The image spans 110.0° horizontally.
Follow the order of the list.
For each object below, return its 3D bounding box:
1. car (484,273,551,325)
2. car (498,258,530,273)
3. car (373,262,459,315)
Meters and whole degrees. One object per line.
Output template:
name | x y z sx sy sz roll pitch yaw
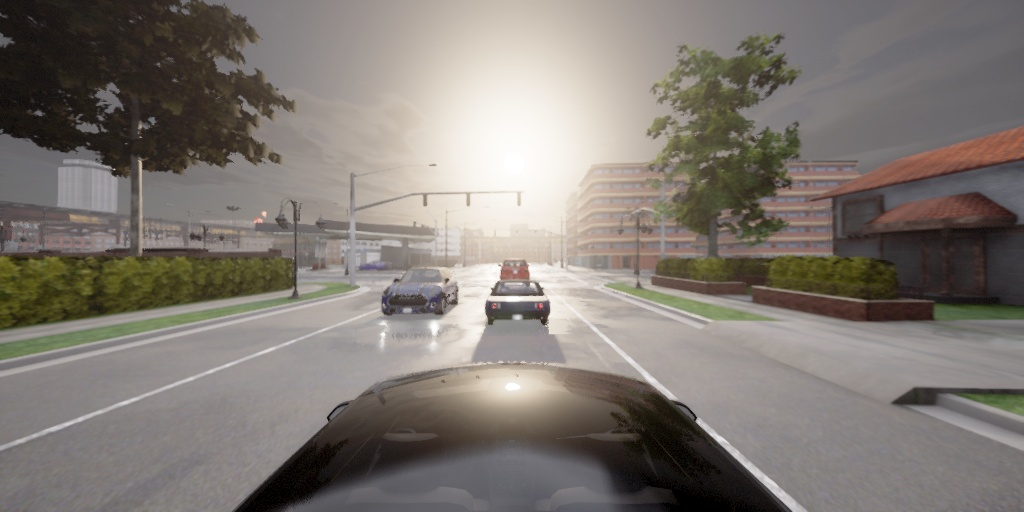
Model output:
car | 0.178 1.441 12.217 1.895 1.301 4.718 0 -1 1
car | 0.132 1.193 27.217 2.150 2.045 5.566 0 0 -2
car | -3.416 1.219 14.078 2.097 1.767 4.553 0 0 1
